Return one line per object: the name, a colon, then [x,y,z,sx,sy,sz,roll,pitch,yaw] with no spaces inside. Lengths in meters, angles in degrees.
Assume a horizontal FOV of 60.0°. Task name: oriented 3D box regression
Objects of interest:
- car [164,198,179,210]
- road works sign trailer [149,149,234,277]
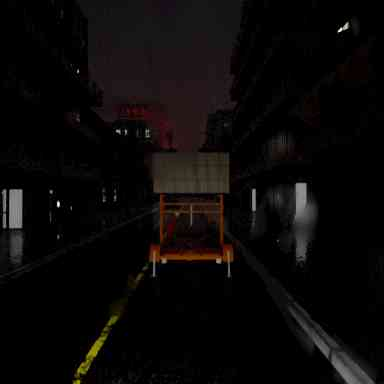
car: [-2.825,1.634,46.343,1.882,1.535,5.008,0,0,0]
road works sign trailer: [-0.016,0.476,10.240,2.380,3.560,2.880,0,0,0]
